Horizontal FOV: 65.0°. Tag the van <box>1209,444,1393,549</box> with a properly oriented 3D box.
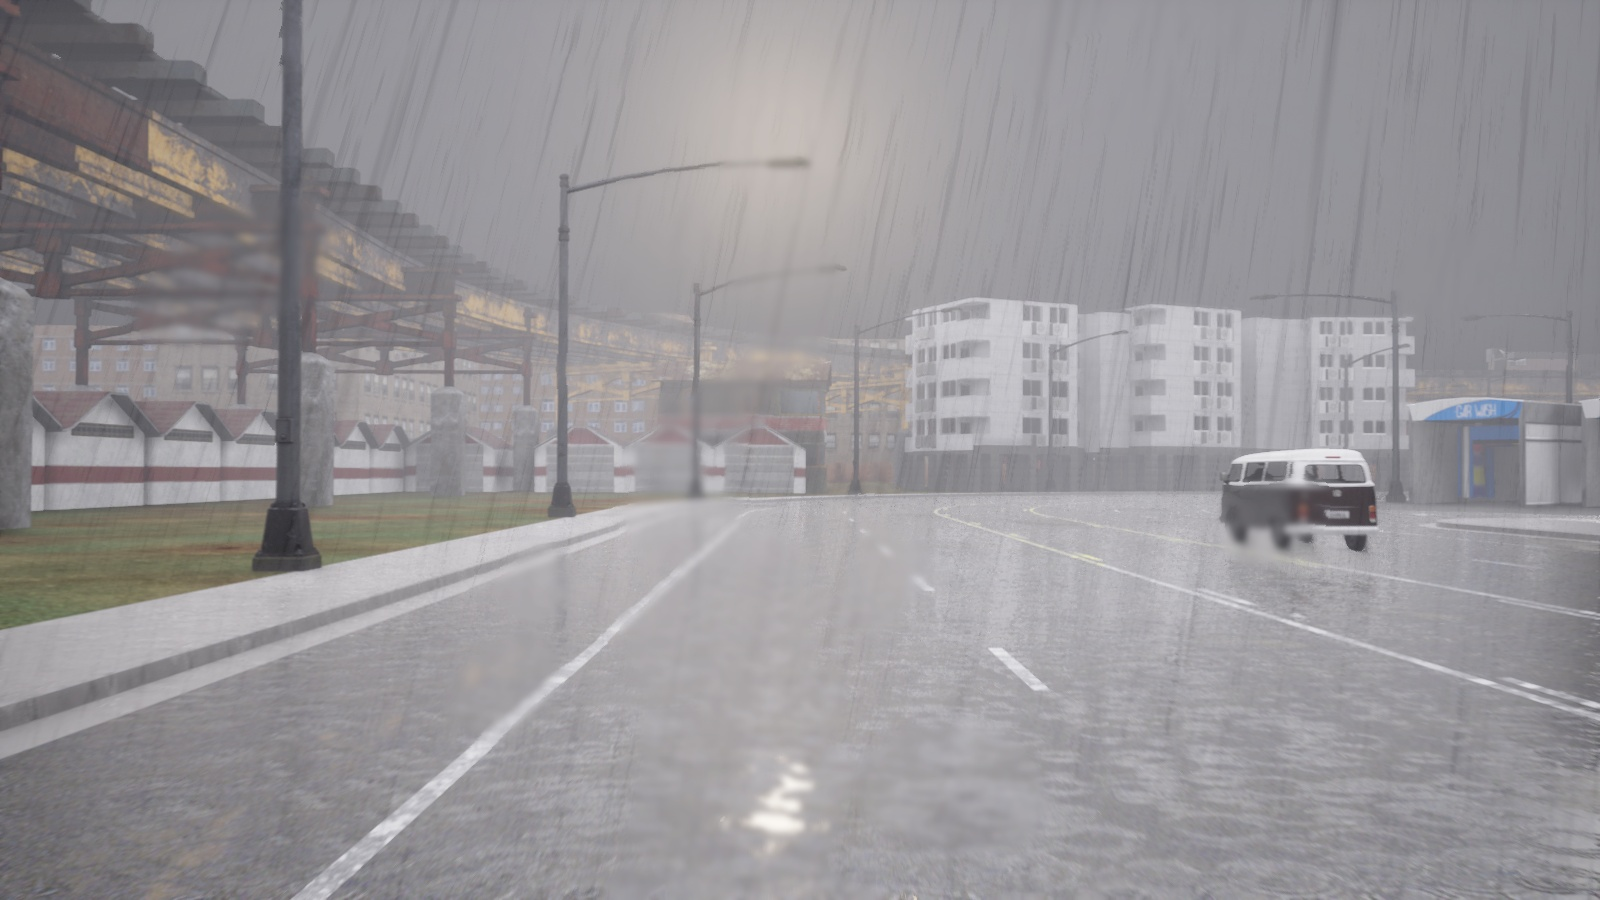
[{"bbox_3d":[10.434,0.941,26.577,2.069,2.038,4.480,0,-1,0],"label":"van"}]
